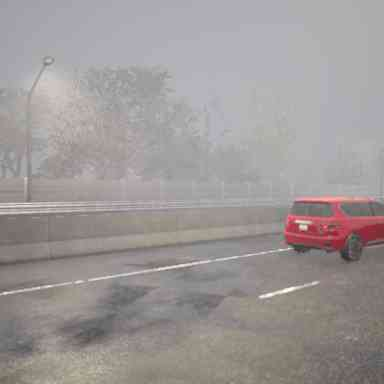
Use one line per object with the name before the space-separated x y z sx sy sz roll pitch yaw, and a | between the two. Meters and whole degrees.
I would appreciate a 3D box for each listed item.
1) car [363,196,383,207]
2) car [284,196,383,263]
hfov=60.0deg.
car | 27.659 1.442 49.458 4.892 1.490 1.837 0 0 -35
car | 5.772 1.204 12.207 5.566 2.045 2.150 0 0 -35
